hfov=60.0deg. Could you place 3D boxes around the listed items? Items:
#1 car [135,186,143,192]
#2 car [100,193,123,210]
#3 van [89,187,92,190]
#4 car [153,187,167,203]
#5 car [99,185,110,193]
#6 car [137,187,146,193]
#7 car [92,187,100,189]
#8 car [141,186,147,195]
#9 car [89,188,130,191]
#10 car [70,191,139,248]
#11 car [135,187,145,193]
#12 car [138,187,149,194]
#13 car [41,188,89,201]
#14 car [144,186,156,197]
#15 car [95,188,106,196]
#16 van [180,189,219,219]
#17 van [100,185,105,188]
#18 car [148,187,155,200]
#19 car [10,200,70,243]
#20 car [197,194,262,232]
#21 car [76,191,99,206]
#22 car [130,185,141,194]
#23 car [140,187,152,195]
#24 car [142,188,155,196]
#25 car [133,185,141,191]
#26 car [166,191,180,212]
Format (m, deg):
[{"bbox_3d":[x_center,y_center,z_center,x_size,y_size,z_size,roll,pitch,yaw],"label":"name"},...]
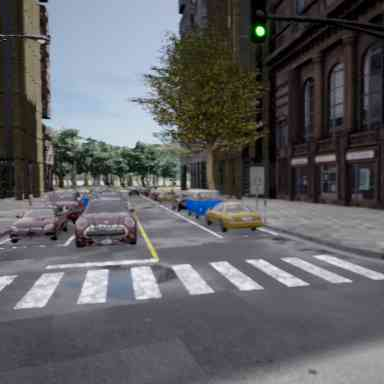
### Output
[{"bbox_3d":[-14.218,-0.803,88.419,1.752,1.417,4.829,-2,2,-13],"label":"car"},{"bbox_3d":[-7.359,0.841,30.756,1.895,1.301,4.718,-1,2,-12],"label":"car"},{"bbox_3d":[-8.919,0.747,25.434,1.690,1.788,3.998,-2,2,-13],"label":"van"},{"bbox_3d":[-3.103,0.499,38.547,1.752,1.417,4.829,-2,2,-13],"label":"car"},{"bbox_3d":[-21.270,-0.716,80.852,2.192,1.841,5.009,-1,2,-13],"label":"car"},{"bbox_3d":[-11.748,-0.511,77.336,1.752,1.417,4.829,-2,2,-13],"label":"car"},{"bbox_3d":[-10.155,0.581,30.976,2.192,1.841,5.009,-2,2,-13],"label":"car"},{"bbox_3d":[-6.775,-0.137,54.999,2.192,1.841,5.009,-2,2,-13],"label":"car"},{"bbox_3d":[-5.392,0.815,21.898,2.097,1.767,4.553,-1,2,-12],"label":"car"},{"bbox_3d":[-3.422,1.026,13.312,2.097,1.767,4.553,-1,2,-14],"label":"car"},{"bbox_3d":[-12.945,-0.612,82.713,1.947,1.339,4.313,-2,2,-13],"label":"car"},{"bbox_3d":[-10.475,-0.304,71.631,1.802,1.307,4.206,-2,2,-13],"label":"car"},{"bbox_3d":[-7.685,0.859,19.891,2.192,1.841,5.009,-2,2,-13],"label":"car"},{"bbox_3d":[-5.536,0.242,49.465,2.008,1.369,4.403,-2,2,-13],"label":"car"},{"bbox_3d":[-17.559,-0.013,64.235,1.802,1.307,4.206,-2,2,-13],"label":"car"},{"bbox_3d":[0.635,0.738,21.751,1.690,1.788,3.998,-2,2,-13],"label":"van"},{"bbox_3d":[-13.859,0.179,47.602,1.690,1.788,3.998,-2,2,-13],"label":"van"},{"bbox_3d":[-4.301,0.380,43.923,1.887,1.381,4.507,-2,2,-13],"label":"car"},{"bbox_3d":[-6.444,1.262,14.356,1.802,1.307,4.206,-2,2,-13],"label":"car"},{"bbox_3d":[1.837,1.055,16.379,1.752,1.417,4.829,-2,2,-13],"label":"car"},{"bbox_3d":[-11.385,0.675,36.525,2.008,1.369,4.403,-2,2,-13],"label":"car"},{"bbox_3d":[-10.305,-0.012,58.657,1.837,1.490,4.892,-1,2,-13],"label":"car"},{"bbox_3d":[-9.240,-0.190,66.088,2.008,1.369,4.403,-2,2,-13],"label":"car"},{"bbox_3d":[-8.006,-0.046,60.548,2.008,1.369,4.403,-2,2,-13],"label":"car"},{"bbox_3d":[-15.418,-1.030,93.791,1.967,1.590,4.097,-2,2,-13],"label":"car"},{"bbox_3d":[-0.595,0.825,27.299,1.947,1.339,4.313,-2,2,-13],"label":"car"}]
